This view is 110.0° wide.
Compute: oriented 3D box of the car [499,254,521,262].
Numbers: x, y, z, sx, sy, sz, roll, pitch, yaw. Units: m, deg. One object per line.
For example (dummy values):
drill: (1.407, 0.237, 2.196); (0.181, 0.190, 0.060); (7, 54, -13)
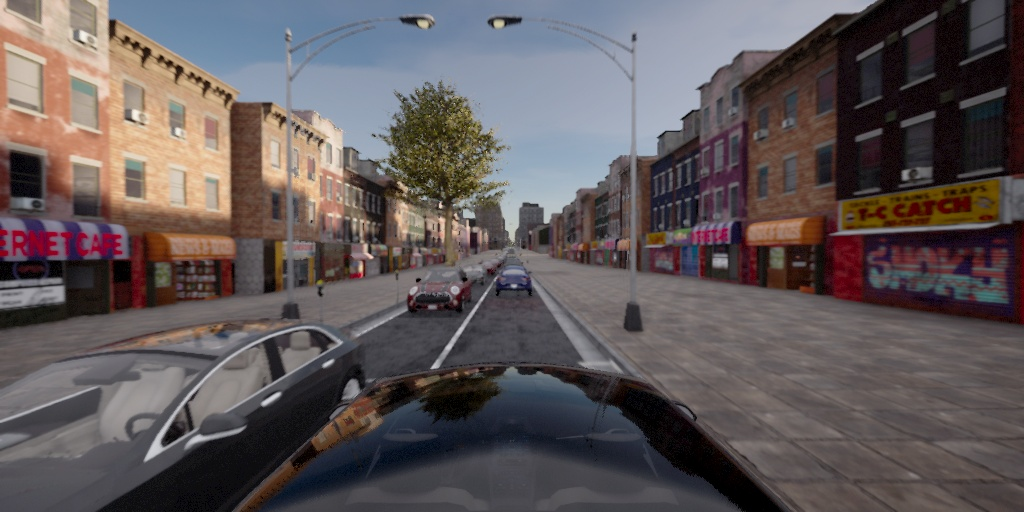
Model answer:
car: (0.098, 0.990, 35.679); (2.097, 1.767, 4.553); (0, 0, 0)

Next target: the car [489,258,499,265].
car: (-2.638, 1.181, 36.050); (1.888, 1.381, 4.507); (0, 0, 0)

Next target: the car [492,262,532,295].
car: (0.099, 1.242, 19.334); (1.812, 1.442, 4.674); (0, 0, 0)

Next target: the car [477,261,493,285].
car: (-2.638, 1.245, 24.980); (2.007, 1.370, 4.403); (0, 0, 0)

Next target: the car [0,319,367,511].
car: (-2.639, 1.300, 2.837); (2.007, 1.370, 4.403); (0, 0, 0)

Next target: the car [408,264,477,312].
car: (-2.639, 1.172, 13.908); (1.967, 1.591, 4.097); (0, 0, 0)

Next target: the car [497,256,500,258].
car: (-2.638, 1.076, 52.654); (1.888, 1.381, 4.507); (0, 0, 0)
